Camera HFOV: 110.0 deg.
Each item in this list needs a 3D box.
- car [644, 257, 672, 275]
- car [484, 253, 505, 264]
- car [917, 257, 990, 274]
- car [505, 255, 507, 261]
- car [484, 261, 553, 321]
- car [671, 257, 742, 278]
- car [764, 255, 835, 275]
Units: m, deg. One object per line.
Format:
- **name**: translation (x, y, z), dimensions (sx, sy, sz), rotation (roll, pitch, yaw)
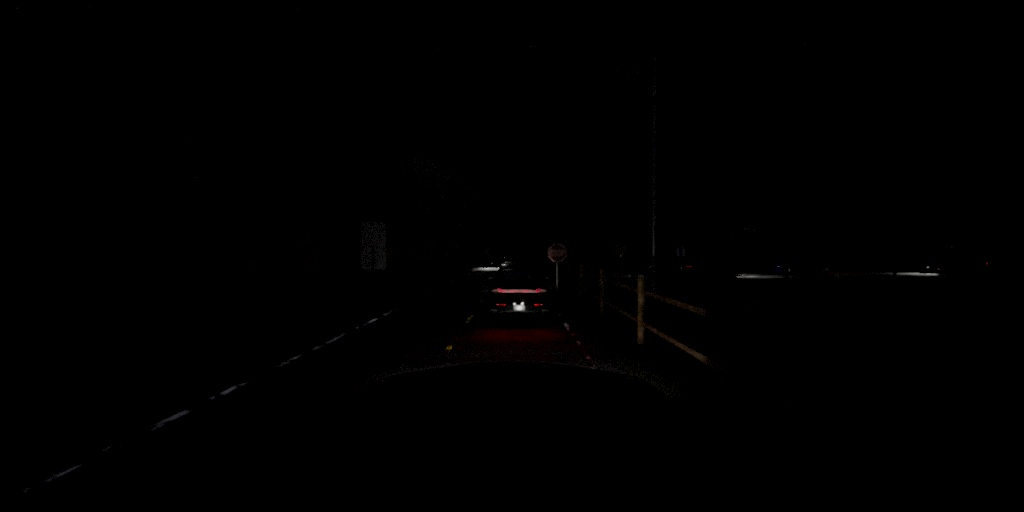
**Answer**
- **car**: translation (13.194, 0.801, 29.226), dimensions (4.674, 1.442, 1.812), rotation (0, 0, 1)
- **car**: translation (-2.323, 0.641, 44.288), dimensions (1.994, 1.385, 4.181), rotation (0, 1, 1)
- **car**: translation (35.950, 0.741, 29.285), dimensions (4.181, 1.385, 1.994), rotation (0, 0, 0)
- **car**: translation (-2.183, 0.473, 54.268), dimensions (1.994, 1.385, 4.181), rotation (0, 1, 1)
- **car**: translation (0.219, 1.088, 11.659), dimensions (2.128, 1.511, 4.902), rotation (0, 1, 1)
- **car**: translation (14.367, 0.857, 26.190), dimensions (4.181, 1.385, 1.994), rotation (0, 0, -1)
- **car**: translation (23.310, 0.710, 29.231), dimensions (5.008, 1.535, 1.882), rotation (0, 0, 0)
